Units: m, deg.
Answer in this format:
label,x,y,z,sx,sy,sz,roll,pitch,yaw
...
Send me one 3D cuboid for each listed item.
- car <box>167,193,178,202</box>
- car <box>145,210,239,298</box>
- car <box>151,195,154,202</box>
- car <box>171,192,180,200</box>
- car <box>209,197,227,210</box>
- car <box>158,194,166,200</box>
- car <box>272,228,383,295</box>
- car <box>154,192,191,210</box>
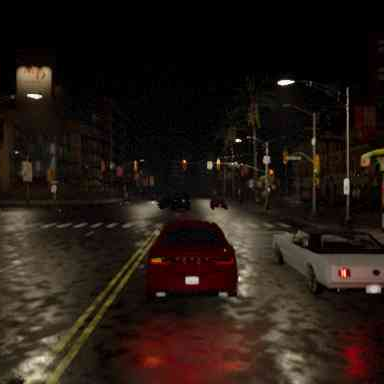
label,x,y,z,sx,sy,sz,roll,pitch,yaw
car,-4.171,1.133,71.304,2.097,1.767,4.553,0,0,-1
car,-0.006,1.451,8.528,1.882,1.535,5.008,0,0,0
car,-7.674,1.317,71.566,2.033,1.411,5.357,0,0,-1
car,-4.316,0.956,86.429,2.150,2.045,5.566,0,0,-1
car,3.217,1.397,41.080,1.812,1.442,4.674,0,0,-1
car,-7.817,1.254,86.594,1.812,1.442,4.674,0,0,-1
car,3.495,1.574,8.617,1.895,1.301,4.718,0,0,0
car,-2.112,1.100,38.793,2.150,2.045,5.566,1,0,-26
